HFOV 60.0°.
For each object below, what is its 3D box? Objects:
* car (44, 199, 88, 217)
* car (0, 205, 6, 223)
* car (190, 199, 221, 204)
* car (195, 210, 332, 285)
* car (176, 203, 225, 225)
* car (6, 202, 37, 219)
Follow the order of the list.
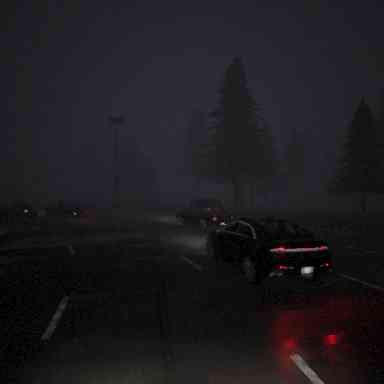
[{"bbox_3d":[-11.867,1.596,30.700,4.718,1.301,1.895,0,0,44],"label":"car"},{"bbox_3d":[-15.809,1.348,24.662,4.553,1.767,2.097,0,0,45],"label":"car"},{"bbox_3d":[0.713,1.345,27.590,2.097,1.767,4.553,0,0,-37],"label":"car"},{"bbox_3d":[1.882,1.489,9.613,2.128,1.511,4.902,0,0,-15],"label":"car"},{"bbox_3d":[0.743,1.596,21.472,1.895,1.301,4.718,0,0,-29],"label":"car"},{"bbox_3d":[-15.142,1.560,28.870,4.181,1.385,1.994,0,0,45],"label":"car"}]
